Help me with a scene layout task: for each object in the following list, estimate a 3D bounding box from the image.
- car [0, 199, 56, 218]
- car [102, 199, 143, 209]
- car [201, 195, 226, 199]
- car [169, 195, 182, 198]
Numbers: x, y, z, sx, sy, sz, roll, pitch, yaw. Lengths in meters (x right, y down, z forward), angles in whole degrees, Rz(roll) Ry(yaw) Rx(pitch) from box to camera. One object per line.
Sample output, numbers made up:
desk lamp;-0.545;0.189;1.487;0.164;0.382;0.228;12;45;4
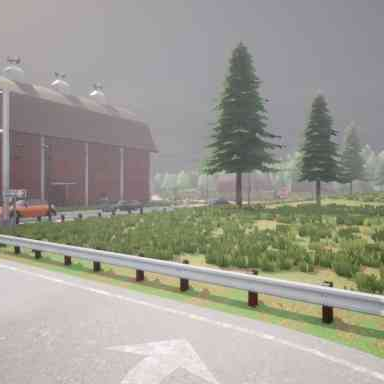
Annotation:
car;-13.522;1.379;27.081;2.097;1.767;4.553;0;0;37
car;-7.351;1.531;35.415;1.837;1.490;4.892;0;0;37
car;3.783;1.533;50.394;1.837;1.490;4.892;0;-1;37
car;-4.305;1.532;85.492;1.816;1.474;4.193;0;0;36
